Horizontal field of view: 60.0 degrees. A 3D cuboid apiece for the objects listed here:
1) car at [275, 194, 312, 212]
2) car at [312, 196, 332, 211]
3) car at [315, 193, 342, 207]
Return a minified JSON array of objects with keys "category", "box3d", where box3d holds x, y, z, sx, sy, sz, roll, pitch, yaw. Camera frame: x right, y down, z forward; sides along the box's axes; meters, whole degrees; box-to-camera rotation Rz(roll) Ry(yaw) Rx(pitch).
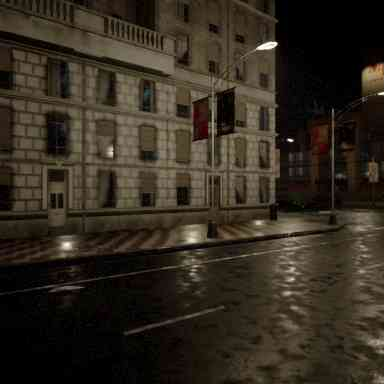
[{"category":"car","box3d":[10.527,1.221,38.596,2.150,2.045,5.566,0,0,-36]},{"category":"car","box3d":[13.935,1.564,39.876,1.994,1.385,4.181,0,0,-36]},{"category":"car","box3d":[20.109,1.221,51.203,2.150,2.045,5.566,0,0,-37]}]
